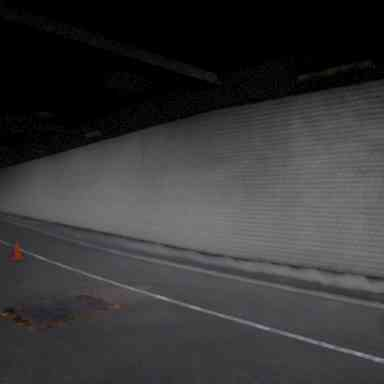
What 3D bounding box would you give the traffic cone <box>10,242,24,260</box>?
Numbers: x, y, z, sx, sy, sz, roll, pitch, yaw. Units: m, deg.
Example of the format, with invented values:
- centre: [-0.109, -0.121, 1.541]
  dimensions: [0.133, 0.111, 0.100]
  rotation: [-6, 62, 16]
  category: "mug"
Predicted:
- centre: [-6.109, 2.037, 11.625]
  dimensions: [0.340, 0.580, 0.340]
  rotation: [0, -1, 41]
  category: "traffic cone"
